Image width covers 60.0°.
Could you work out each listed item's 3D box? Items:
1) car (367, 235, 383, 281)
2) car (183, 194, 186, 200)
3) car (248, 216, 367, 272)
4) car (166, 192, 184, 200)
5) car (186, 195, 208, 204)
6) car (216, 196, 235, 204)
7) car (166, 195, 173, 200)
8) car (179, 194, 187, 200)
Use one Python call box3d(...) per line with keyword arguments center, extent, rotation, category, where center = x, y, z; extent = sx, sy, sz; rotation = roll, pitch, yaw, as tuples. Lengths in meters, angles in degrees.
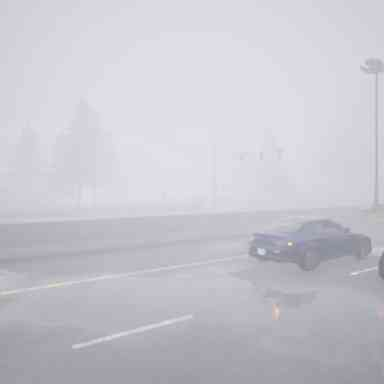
box3d(center=(6.487, 1.537, 8.254), extent=(4.181, 1.385, 1.994), rotation=(0, 0, -35), category="car")
box3d(center=(0.364, 1.397, 74.054), extent=(2.033, 1.411, 5.357), rotation=(0, 0, -17), category="car")
box3d(center=(3.843, 1.498, 10.679), extent=(4.674, 1.442, 1.812), rotation=(0, 0, -35), category="car")
box3d(center=(-3.872, 1.085, 76.321), extent=(2.150, 2.045, 5.566), rotation=(0, 0, -17), category="car")
box3d(center=(1.215, 1.385, 61.609), extent=(1.837, 1.490, 4.892), rotation=(0, 0, -23), category="car")
box3d(center=(6.001, 1.439, 59.769), extent=(1.994, 1.385, 4.181), rotation=(0, 0, -26), category="car")
box3d(center=(-6.190, 1.429, 91.913), extent=(1.895, 1.301, 4.718), rotation=(0, 0, -6), category="car")
box3d(center=(-2.477, 1.309, 89.297), extent=(1.882, 1.535, 5.008), rotation=(0, 0, -6), category="car")
